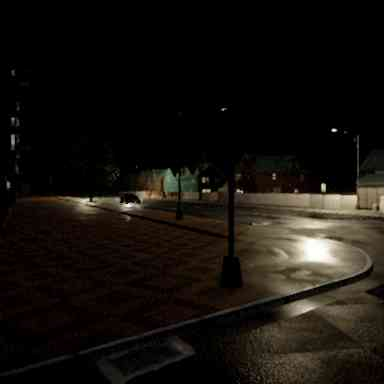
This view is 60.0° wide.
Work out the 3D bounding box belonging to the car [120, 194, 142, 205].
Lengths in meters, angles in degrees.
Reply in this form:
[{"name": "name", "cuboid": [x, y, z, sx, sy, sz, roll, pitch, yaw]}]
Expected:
[{"name": "car", "cuboid": [-8.374, 0.953, 45.035, 1.812, 1.442, 4.674, 0, 1, -28]}]
